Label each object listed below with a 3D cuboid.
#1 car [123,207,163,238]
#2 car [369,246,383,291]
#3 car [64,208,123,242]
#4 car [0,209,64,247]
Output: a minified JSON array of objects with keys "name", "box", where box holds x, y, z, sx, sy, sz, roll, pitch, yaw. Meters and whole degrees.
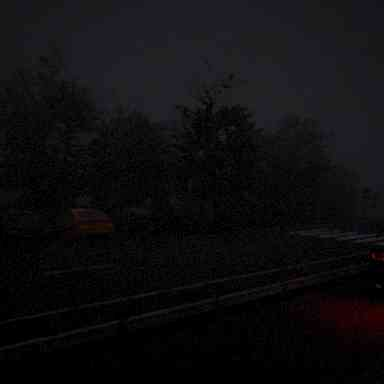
[{"name":"car","box":[-3.430,1.605,18.768,2.231,1.521,4.892,0,0,-35]},{"name":"car","box":[6.176,1.528,7.829,5.008,1.535,1.882,0,0,-35]},{"name":"car","box":[-5.675,1.582,17.172,2.097,1.535,5.008,1,0,-35]},{"name":"car","box":[-7.925,1.560,15.586,2.231,1.521,4.892,1,0,-35]}]
